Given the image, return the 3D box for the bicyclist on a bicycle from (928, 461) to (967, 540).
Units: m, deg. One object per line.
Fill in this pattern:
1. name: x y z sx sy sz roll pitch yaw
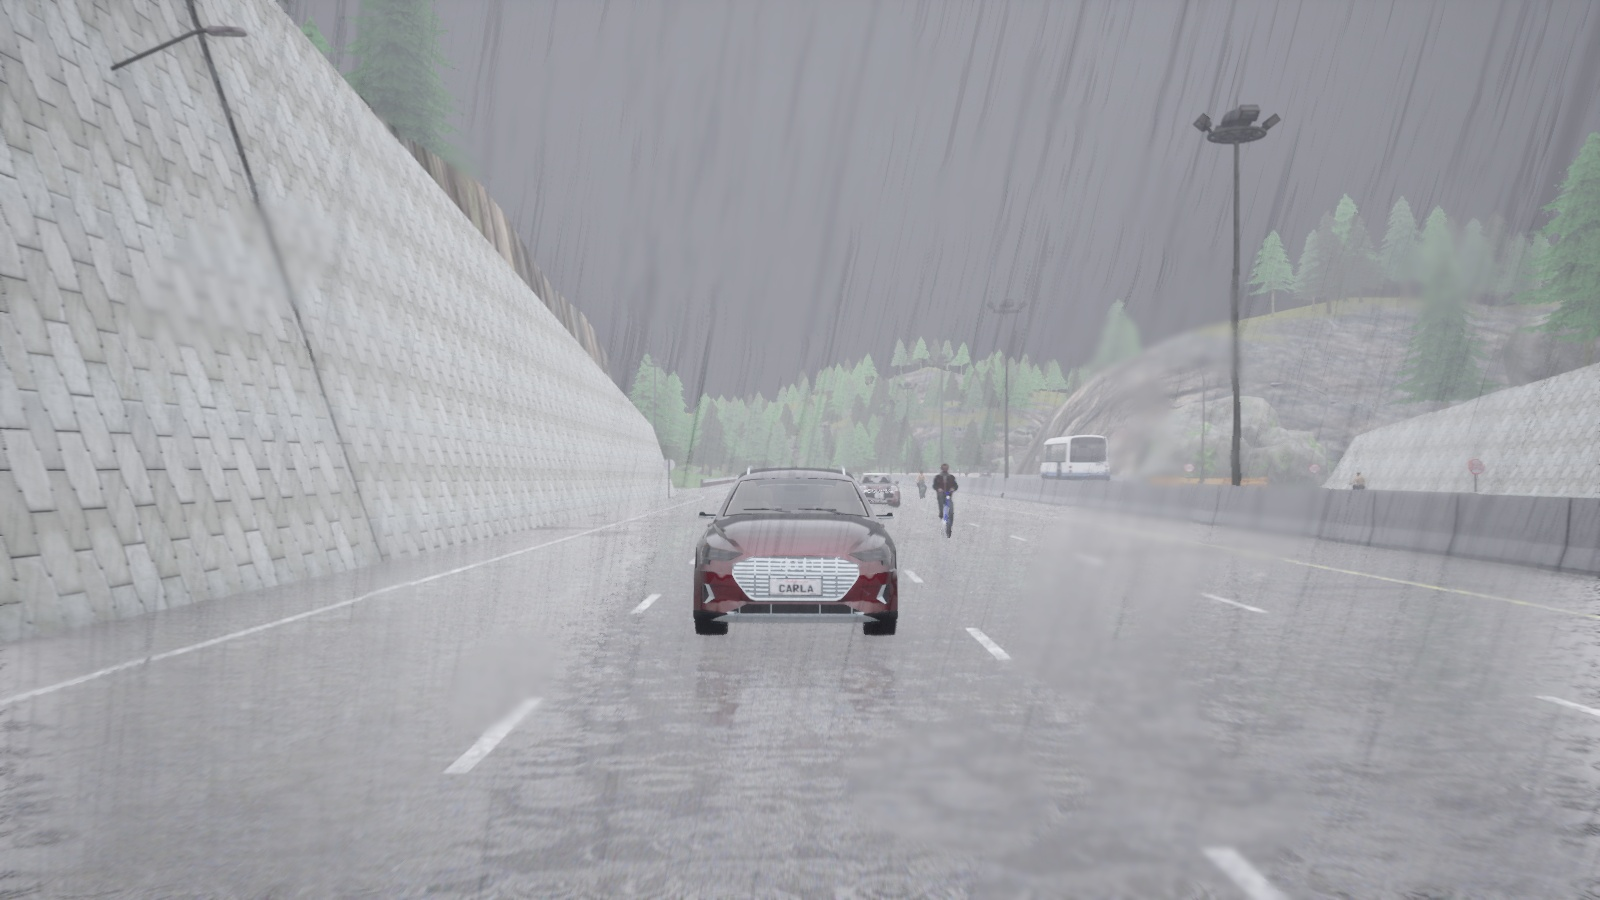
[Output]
1. bicyclist on a bicycle: 3.419 1.160 29.211 0.659 1.776 1.843 0 -1 0

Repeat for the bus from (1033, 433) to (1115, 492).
1. bus: 20.732 0.958 95.782 3.944 4.253 10.273 0 -1 0

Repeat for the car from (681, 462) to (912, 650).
1. car: -0.037 0.971 13.491 2.033 1.649 4.856 0 -1 0

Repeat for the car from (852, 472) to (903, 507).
1. car: 3.350 1.683 54.752 1.970 1.475 3.806 0 -1 0
